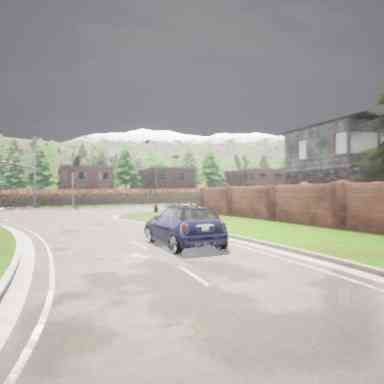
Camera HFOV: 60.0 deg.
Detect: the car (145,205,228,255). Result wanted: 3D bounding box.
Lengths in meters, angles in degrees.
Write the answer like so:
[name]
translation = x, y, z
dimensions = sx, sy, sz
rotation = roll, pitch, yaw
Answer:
[car]
translation = -0.396, 1.327, 13.676
dimensions = 2.097, 1.767, 4.553
rotation = -1, 0, -24
